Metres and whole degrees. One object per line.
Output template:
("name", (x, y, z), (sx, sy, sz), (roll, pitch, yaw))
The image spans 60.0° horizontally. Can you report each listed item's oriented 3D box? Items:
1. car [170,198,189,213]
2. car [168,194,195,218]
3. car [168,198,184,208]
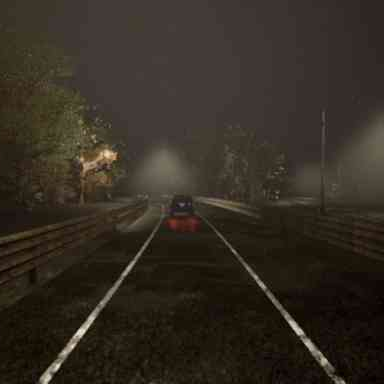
("car", (-1.490, 1.463, 38.129), (1.882, 1.535, 5.008), (0, 0, -5))
("car", (-0.972, 1.209, 30.741), (2.150, 2.045, 5.566), (0, 0, -4))
("car", (-2.384, 1.549, 48.389), (1.994, 1.385, 4.181), (0, 0, -6))
